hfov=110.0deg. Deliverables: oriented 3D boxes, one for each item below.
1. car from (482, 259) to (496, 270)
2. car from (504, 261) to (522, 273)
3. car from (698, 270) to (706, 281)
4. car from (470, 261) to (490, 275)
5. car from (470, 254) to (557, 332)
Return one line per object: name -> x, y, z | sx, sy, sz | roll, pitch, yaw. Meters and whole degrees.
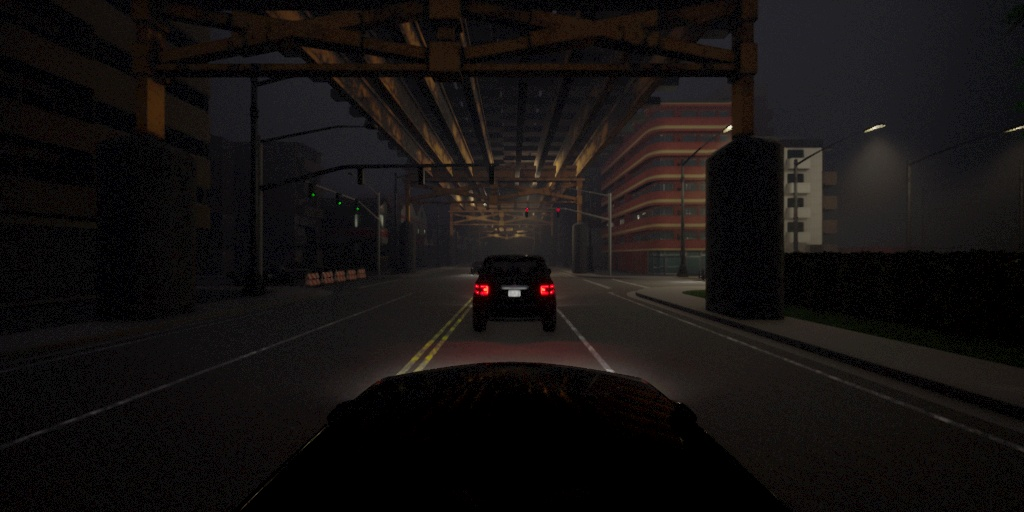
car -> -3.556, 1.292, 55.213 | 1.812, 1.442, 4.674 | 0, 1, 0
car -> 0.123, 1.312, 44.159 | 2.033, 1.411, 5.357 | 0, 0, 0
car -> 17.122, 1.285, 28.072 | 4.674, 1.442, 1.812 | 0, 0, 0
car -> -3.576, 1.290, 40.704 | 1.812, 1.442, 4.674 | 0, 0, 0
car -> 0.075, 0.975, 11.072 | 2.150, 2.045, 5.566 | 0, 0, 0
